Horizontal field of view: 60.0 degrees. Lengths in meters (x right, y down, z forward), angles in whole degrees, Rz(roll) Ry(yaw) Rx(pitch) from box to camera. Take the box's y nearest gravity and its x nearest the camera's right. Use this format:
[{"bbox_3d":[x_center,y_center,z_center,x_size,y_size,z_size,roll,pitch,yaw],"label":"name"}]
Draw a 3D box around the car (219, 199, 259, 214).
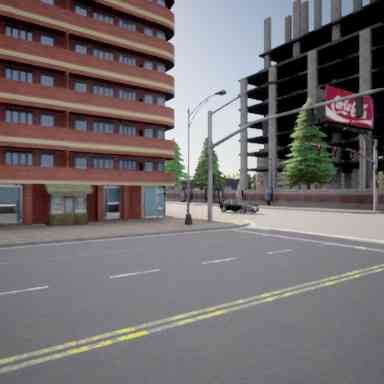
[{"bbox_3d":[4.860,1.484,34.850,2.128,1.511,4.902,0,0,-35],"label":"car"}]
